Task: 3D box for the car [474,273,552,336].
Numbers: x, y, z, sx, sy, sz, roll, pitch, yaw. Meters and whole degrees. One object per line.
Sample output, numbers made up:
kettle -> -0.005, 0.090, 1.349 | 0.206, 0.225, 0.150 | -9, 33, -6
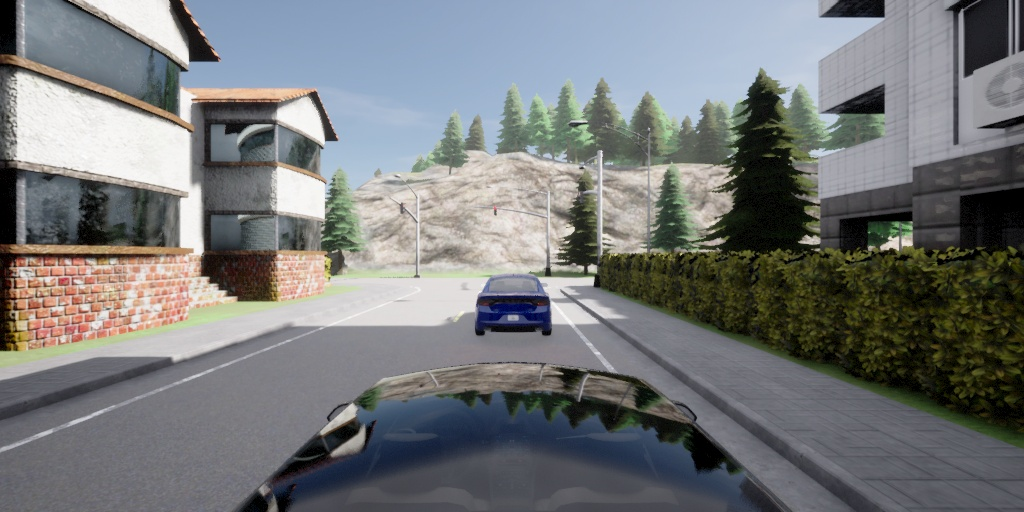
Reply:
car -> 0.047, 1.227, 10.459 | 1.882, 1.535, 5.008 | 0, 0, 0
